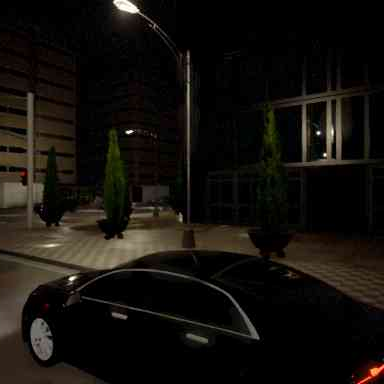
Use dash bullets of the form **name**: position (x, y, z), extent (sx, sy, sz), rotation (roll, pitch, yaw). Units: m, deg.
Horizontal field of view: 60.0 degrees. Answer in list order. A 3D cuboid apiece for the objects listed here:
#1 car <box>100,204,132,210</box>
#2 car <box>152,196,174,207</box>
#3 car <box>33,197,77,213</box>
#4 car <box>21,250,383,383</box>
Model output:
- **car**: position (-9.910, 1.581, 43.788), extent (1.812, 1.442, 4.674), rotation (0, 0, 35)
- **car**: position (-4.144, 1.407, 51.964), extent (2.097, 1.767, 4.553), rotation (0, 0, 35)
- **car**: position (-15.032, 1.407, 36.538), extent (2.097, 1.767, 4.553), rotation (0, 0, 35)
- **car**: position (-0.215, 1.505, 4.143), extent (4.892, 1.490, 1.837), rotation (0, 0, 36)
